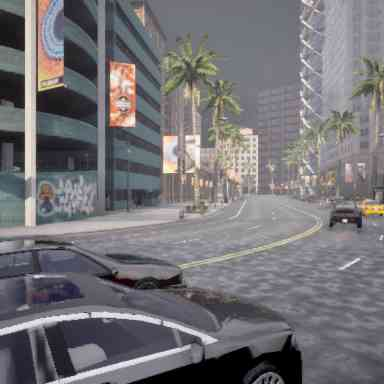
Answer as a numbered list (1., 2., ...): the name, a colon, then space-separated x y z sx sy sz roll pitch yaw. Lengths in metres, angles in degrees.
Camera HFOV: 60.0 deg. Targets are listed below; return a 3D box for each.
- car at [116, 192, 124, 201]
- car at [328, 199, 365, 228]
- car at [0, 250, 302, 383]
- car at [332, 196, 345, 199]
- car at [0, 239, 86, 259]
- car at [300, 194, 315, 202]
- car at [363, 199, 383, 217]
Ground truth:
1. car: -11.626 0.978 53.577 2.435 2.045 5.566 0 0 10
2. car: 10.295 1.492 22.396 1.837 1.490 4.892 1 0 24
3. car: -1.099 1.489 2.779 4.902 1.511 2.128 0 0 -35
4. car: 24.054 1.449 54.816 2.231 1.521 4.892 0 0 10
5. car: -2.675 1.541 5.664 5.357 1.411 2.033 0 0 -39
6. car: 29.243 1.301 83.729 2.185 1.767 4.553 0 0 10
7. car: 16.498 1.440 31.334 1.801 1.575 5.366 0 0 13
